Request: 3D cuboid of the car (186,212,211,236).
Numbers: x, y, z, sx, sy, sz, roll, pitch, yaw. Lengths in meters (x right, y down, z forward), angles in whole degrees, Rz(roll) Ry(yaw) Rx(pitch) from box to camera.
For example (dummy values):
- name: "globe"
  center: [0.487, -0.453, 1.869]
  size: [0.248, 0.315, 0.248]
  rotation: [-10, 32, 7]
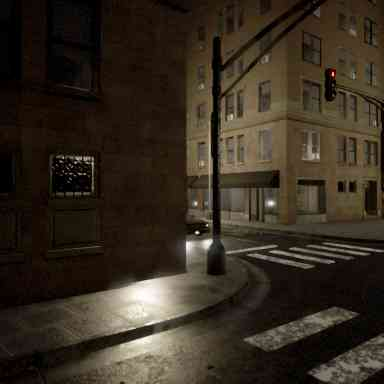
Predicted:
- name: "car"
  center: [-1.298, 1.515, 17.757]
  size: [2.033, 1.411, 5.357]
  rotation: [0, 0, -36]
